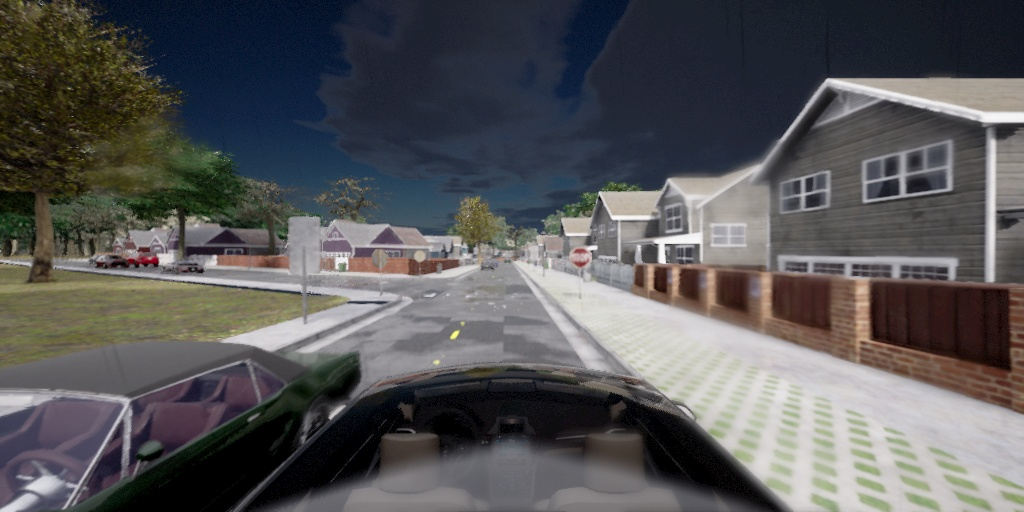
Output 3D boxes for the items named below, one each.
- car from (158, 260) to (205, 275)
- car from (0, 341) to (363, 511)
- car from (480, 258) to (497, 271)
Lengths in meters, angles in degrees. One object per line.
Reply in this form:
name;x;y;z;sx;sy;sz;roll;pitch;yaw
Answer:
car;-31.293;1.043;34.188;4.181;1.385;1.994;1;1;29
car;-2.813;1.367;2.157;1.895;1.301;4.718;0;0;2
car;-3.416;1.267;50.438;1.837;1.490;4.892;0;0;0
